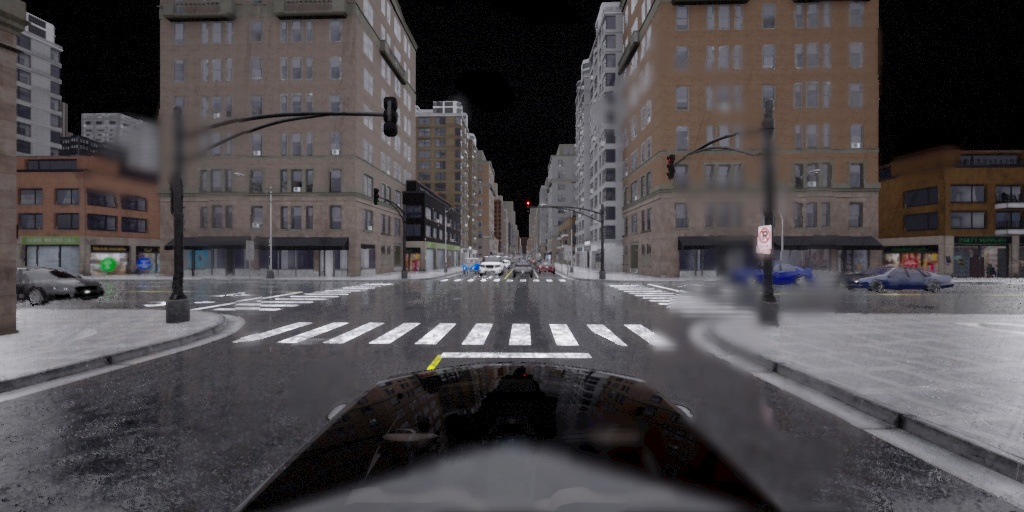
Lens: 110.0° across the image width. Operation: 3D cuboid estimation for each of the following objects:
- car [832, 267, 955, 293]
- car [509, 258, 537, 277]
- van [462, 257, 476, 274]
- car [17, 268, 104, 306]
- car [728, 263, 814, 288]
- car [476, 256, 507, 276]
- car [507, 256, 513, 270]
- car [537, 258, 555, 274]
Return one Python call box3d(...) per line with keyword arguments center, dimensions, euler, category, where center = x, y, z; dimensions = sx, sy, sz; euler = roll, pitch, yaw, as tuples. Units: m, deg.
box3d(center=(21.628, 1.321, 20.441), dimensions=(5.357, 1.411, 2.033), euler=(0, 0, 2), category="car")
box3d(center=(1.094, 1.255, 35.219), dimensions=(2.128, 1.511, 4.902), euler=(0, 0, 2), category="car")
box3d(center=(-4.652, 1.111, 41.272), dimensions=(1.690, 1.789, 3.998), euler=(0, 0, 2), category="van")
box3d(center=(-20.060, 1.238, 14.982), dimensions=(4.892, 1.490, 1.837), euler=(0, 0, 2), category="car")
box3d(center=(17.091, 1.245, 23.829), dimensions=(5.008, 1.535, 1.882), euler=(0, 0, 2), category="car")
box3d(center=(-2.040, 0.985, 37.093), dimensions=(2.150, 2.045, 5.566), euler=(0, 0, 2), category="car")
box3d(center=(-1.411, 1.005, 54.674), dimensions=(2.150, 2.045, 5.566), euler=(0, 0, 2), category="car")
box3d(center=(3.869, 1.209, 40.976), dimensions=(1.967, 1.591, 4.097), euler=(0, 0, 2), category="car")
